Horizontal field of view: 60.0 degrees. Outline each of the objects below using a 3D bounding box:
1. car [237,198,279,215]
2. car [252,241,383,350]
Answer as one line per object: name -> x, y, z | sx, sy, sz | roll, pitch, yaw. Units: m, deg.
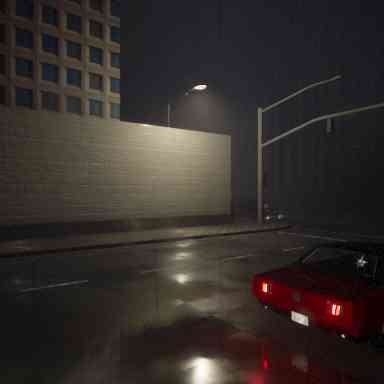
car -> 6.841, 1.416, 34.695 | 2.097, 1.767, 4.553 | 0, 0, -35
car -> 3.436, 1.603, 6.235 | 4.718, 1.301, 1.895 | 0, 0, -35
